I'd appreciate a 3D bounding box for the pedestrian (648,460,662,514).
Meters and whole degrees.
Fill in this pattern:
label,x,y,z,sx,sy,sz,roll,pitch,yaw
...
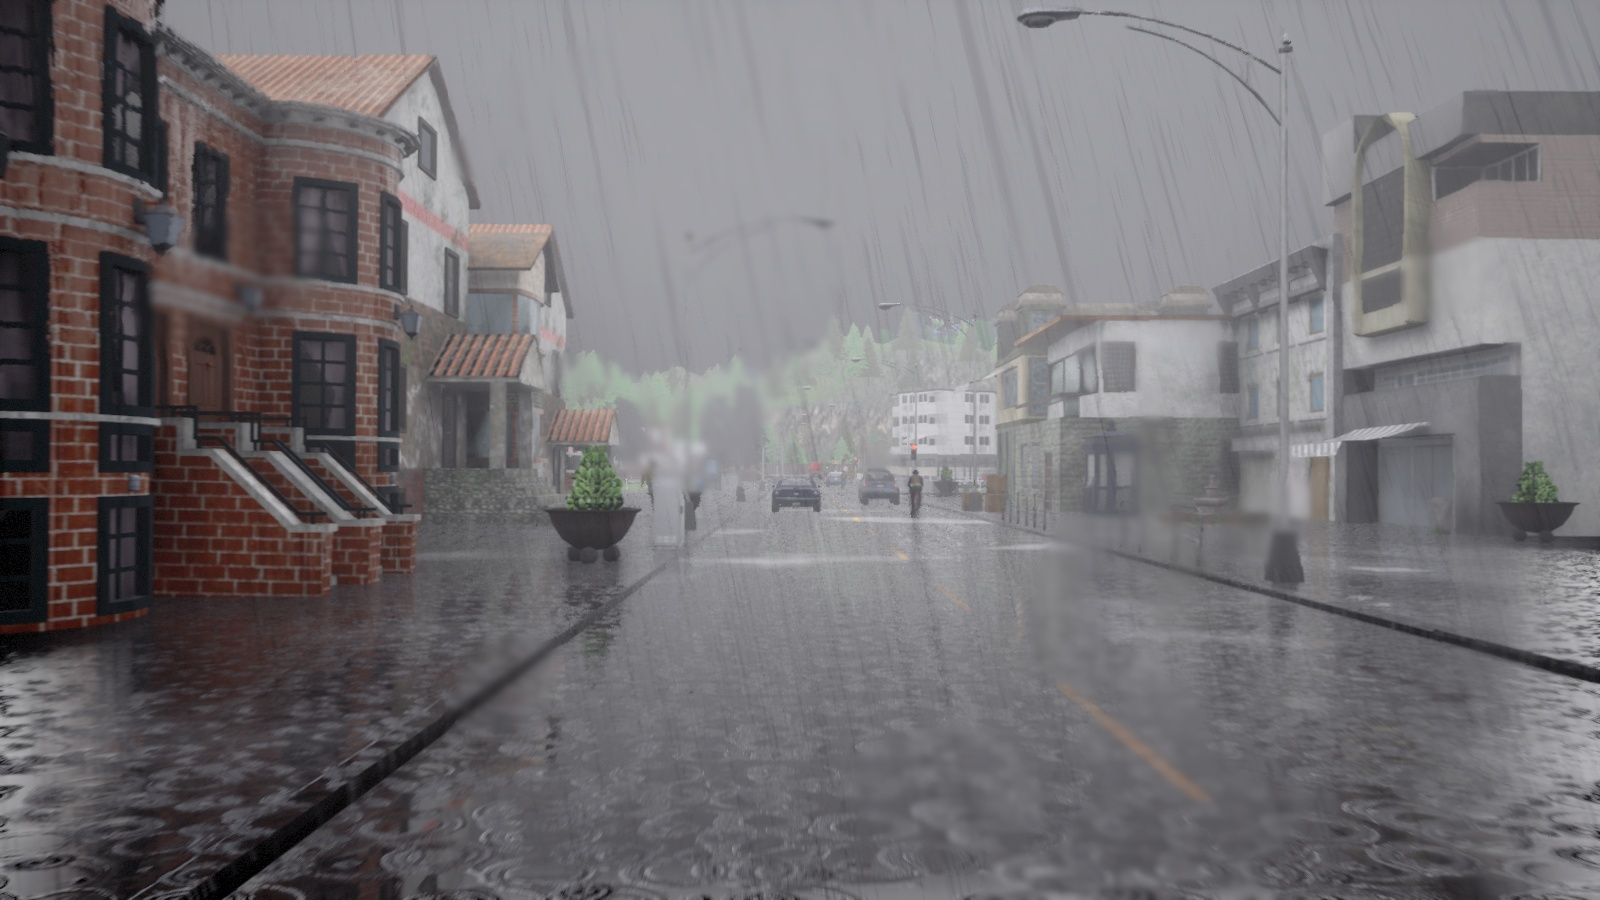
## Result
label,x,y,z,sx,sy,sz,roll,pitch,yaw
pedestrian,-4.965,1.262,42.985,0.431,1.840,0.709,0,-1,-10

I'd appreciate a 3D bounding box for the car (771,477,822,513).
label,x,y,z,sx,sy,sz,roll,pitch,yaw
car,-0.127,1.737,49.079,1.895,1.301,4.718,0,-1,0

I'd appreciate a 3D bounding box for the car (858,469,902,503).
label,x,y,z,sx,sy,sz,roll,pitch,yaw
car,3.833,1.714,60.705,1.851,1.617,3.988,0,-1,0
